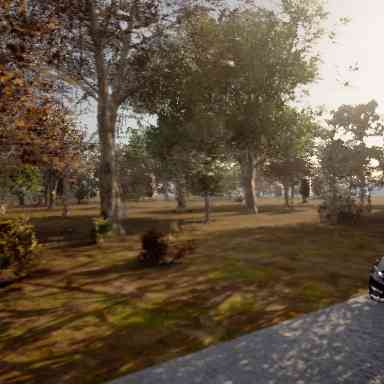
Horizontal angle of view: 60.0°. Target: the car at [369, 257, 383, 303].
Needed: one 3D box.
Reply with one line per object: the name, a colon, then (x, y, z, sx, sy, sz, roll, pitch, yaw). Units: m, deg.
car: (5.647, 1.508, 6.981, 4.902, 1.511, 2.128, 0, 0, -35)
